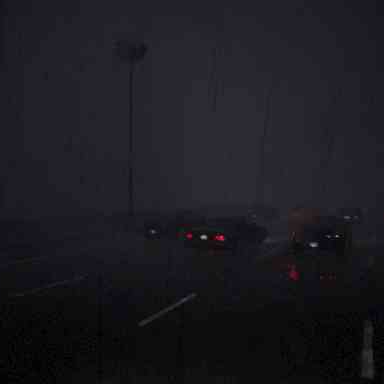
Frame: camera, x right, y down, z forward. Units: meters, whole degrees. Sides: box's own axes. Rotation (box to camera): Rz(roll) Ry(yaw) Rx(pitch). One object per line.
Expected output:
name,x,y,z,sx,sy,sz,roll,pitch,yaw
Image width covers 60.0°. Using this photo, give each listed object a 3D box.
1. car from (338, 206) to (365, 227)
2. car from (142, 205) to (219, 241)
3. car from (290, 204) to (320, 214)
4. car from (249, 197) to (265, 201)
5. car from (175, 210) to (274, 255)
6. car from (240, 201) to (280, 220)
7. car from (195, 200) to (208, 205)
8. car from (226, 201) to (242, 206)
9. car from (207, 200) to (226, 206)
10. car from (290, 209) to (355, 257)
car,12.006,1.810,25.400,2.033,1.411,5.357,0,-1,30
car,-0.558,1.667,17.355,1.882,1.535,5.008,0,0,30
car,9.816,1.776,28.602,1.882,1.535,5.008,0,0,30
car,12.060,1.879,62.125,2.150,2.045,5.566,0,-1,28
car,1.645,1.700,14.157,2.033,1.411,5.357,0,-1,29
car,6.405,1.807,29.696,2.128,1.511,4.902,0,-1,30
car,2.302,2.272,66.025,1.994,1.385,4.181,0,-1,28
car,8.815,2.276,63.432,1.895,1.301,4.718,0,-1,28
car,5.320,2.289,64.284,1.895,1.301,4.718,0,-1,28
car,5.396,1.668,13.665,1.812,1.442,4.674,0,0,30
